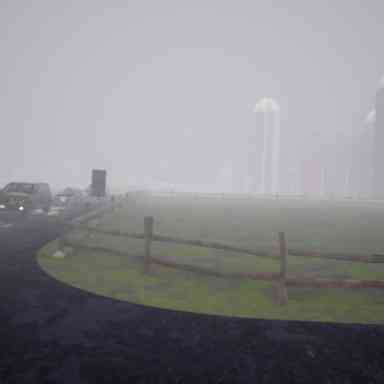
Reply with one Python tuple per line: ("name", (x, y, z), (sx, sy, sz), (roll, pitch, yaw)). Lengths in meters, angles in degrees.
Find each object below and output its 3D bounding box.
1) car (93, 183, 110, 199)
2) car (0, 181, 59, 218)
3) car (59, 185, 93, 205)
("car", (-11.816, -0.177, 41.992), (2.150, 2.045, 5.566), (3, 1, -2))
("car", (-10.622, 0.374, 21.038), (2.150, 2.045, 5.566), (3, 1, -4))
("car", (-11.324, 0.368, 31.397), (2.128, 1.511, 4.902), (3, 1, -3))
